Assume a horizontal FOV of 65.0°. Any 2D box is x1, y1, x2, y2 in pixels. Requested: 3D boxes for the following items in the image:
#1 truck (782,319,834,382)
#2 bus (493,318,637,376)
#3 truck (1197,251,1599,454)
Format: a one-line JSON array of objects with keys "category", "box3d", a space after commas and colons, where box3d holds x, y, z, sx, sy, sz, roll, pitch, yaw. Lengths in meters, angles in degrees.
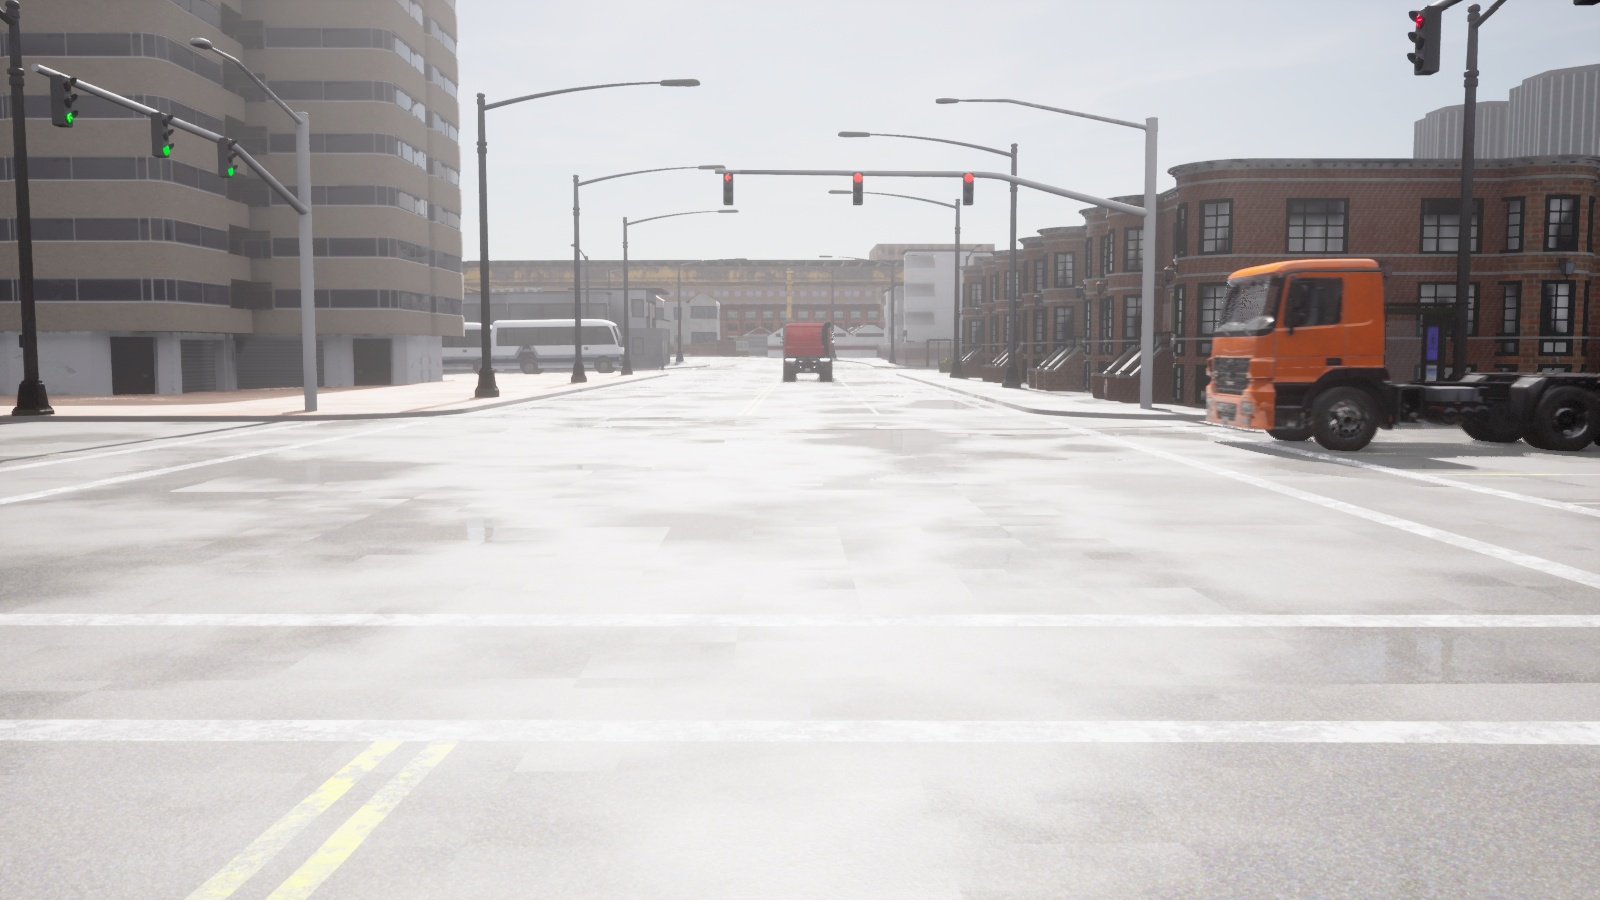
[{"category": "truck", "box3d": [0.455, -5.785, 73.340, 2.891, 3.462, 7.936, 0, 5, 0]}, {"category": "bus", "box3d": [-17.939, -7.936, 96.678, 10.273, 4.253, 3.944, -1, 5, -1]}, {"category": "truck", "box3d": [11.728, -1.774, 22.971, 7.936, 3.462, 2.891, 0, 5, 1]}]
